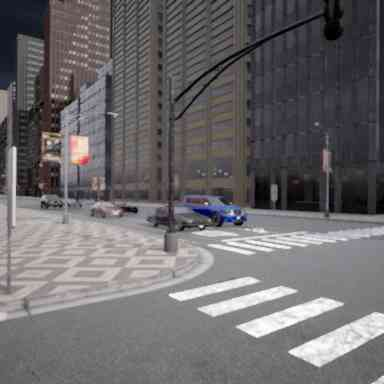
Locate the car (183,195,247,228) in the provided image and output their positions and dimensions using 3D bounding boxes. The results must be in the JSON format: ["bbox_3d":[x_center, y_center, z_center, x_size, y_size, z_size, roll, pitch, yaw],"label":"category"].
[{"bbox_3d":[1.327,1.267,23.253,2.150,2.045,5.566,1,0,-36],"label":"car"}]

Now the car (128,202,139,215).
[{"bbox_3d":[-7.428,1.709,35.468,1.895,1.301,4.718,1,-1,-36],"label":"car"}]

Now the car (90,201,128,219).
[{"bbox_3d":[-7.928,1.596,30.585,1.812,1.442,4.674,1,0,-36],"label":"car"}]

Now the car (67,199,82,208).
[{"bbox_3d":[-18.252,1.747,50.718,1.812,1.442,4.674,1,-1,-36],"label":"car"}]

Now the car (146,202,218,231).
[{"bbox_3d":[-1.000,1.571,20.931,2.033,1.411,5.357,1,-1,-35],"label":"car"}]

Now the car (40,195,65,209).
[{"bbox_3d":[-20.308,1.384,47.998,2.150,2.045,5.566,1,-1,-35],"label":"car"}]
